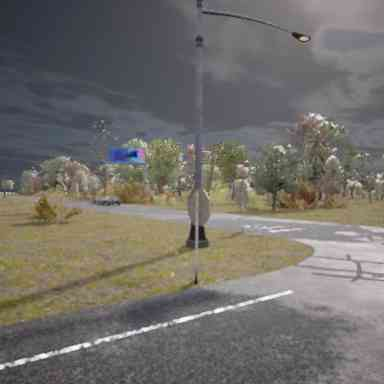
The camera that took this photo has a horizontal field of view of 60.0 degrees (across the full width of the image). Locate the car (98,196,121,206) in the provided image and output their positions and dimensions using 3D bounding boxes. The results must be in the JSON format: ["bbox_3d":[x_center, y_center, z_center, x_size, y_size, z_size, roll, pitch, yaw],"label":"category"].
[{"bbox_3d":[-13.764,1.408,56.199,2.097,1.767,4.553,1,0,-33],"label":"car"}]

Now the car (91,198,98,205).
[{"bbox_3d":[-16.783,1.648,60.613,1.895,1.301,4.718,1,0,-34],"label":"car"}]
